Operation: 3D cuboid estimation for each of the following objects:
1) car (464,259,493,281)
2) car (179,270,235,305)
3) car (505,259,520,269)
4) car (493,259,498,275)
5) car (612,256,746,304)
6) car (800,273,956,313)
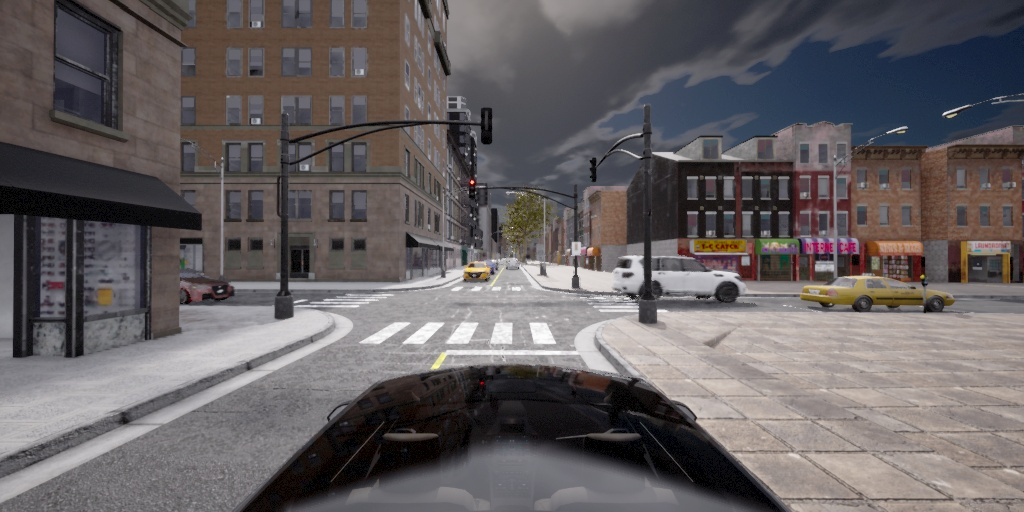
[{"bbox_3d":[-2.849,1.214,29.800,1.882,1.535,5.008,0,0,0],"label":"car"},{"bbox_3d":[-13.816,1.236,14.537,4.181,1.385,1.994,0,0,0],"label":"car"},{"bbox_3d":[0.097,1.252,54.959,1.812,1.442,4.674,0,0,0],"label":"car"},{"bbox_3d":[-2.860,1.209,39.205,1.882,1.535,5.008,0,0,0],"label":"car"},{"bbox_3d":[7.401,1.016,16.268,5.566,2.045,2.150,0,-1,-1],"label":"car"},{"bbox_3d":[13.881,1.346,13.711,4.829,1.417,1.751,0,0,0],"label":"car"}]
